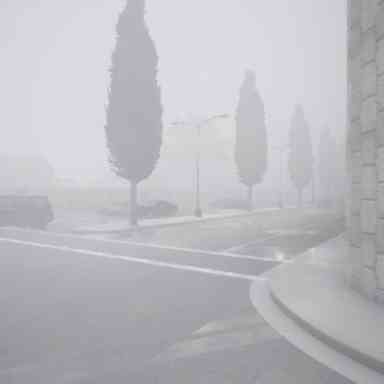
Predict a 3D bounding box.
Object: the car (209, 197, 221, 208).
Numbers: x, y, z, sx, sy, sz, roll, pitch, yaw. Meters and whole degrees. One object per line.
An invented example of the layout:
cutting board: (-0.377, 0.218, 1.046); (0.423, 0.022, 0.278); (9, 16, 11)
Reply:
car: (4.213, 1.477, 46.200); (1.837, 1.490, 4.892); (0, 0, 35)

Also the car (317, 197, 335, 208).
car: (19.285, 1.476, 47.376); (2.128, 1.511, 4.902); (0, 0, 35)

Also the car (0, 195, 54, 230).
car: (-10.668, 1.202, 18.855); (2.150, 2.045, 5.566); (0, 0, 35)

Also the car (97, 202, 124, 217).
car: (-6.443, 1.575, 30.996); (1.895, 1.301, 4.718); (0, 0, 35)

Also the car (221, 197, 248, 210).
car: (5.892, 1.540, 42.503); (1.994, 1.385, 4.181); (0, 0, 35)

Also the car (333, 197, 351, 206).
car: (25.151, 1.548, 55.769); (1.994, 1.385, 4.181); (0, 0, 35)

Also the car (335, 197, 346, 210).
car: (20.175, 1.466, 42.620); (1.882, 1.535, 5.008); (0, 0, 35)

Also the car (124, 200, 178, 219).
car: (-3.299, 1.455, 29.386); (1.882, 1.535, 5.008); (0, 0, 35)
